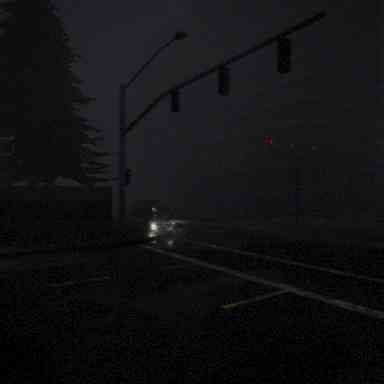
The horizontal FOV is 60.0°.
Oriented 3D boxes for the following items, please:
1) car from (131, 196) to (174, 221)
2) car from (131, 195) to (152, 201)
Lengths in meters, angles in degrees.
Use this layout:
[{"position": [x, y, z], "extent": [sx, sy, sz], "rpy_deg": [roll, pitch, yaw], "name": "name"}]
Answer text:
[{"position": [-3.431, 1.407, 28.256], "extent": [2.097, 1.767, 4.553], "rpy_deg": [0, 0, -35], "name": "car"}, {"position": [-13.870, 1.603, 92.065], "extent": [5.357, 1.411, 2.033], "rpy_deg": [0, 0, -35], "name": "car"}]
